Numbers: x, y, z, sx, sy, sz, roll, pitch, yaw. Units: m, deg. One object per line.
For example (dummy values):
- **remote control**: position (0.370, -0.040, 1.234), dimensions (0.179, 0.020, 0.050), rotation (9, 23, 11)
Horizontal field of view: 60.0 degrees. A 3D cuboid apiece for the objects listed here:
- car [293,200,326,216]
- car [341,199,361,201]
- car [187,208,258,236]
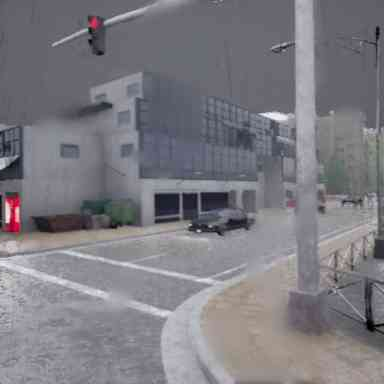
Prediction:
- **car**: position (11.226, 1.468, 31.531), dimensions (2.128, 1.511, 4.902), rotation (-1, 0, 38)
- **car**: position (21.169, 1.132, 43.981), dimensions (1.895, 1.301, 4.718), rotation (-1, 0, 38)
- **car**: position (2.003, 1.673, 19.858), dimensions (2.033, 1.411, 5.357), rotation (-1, 0, 38)
